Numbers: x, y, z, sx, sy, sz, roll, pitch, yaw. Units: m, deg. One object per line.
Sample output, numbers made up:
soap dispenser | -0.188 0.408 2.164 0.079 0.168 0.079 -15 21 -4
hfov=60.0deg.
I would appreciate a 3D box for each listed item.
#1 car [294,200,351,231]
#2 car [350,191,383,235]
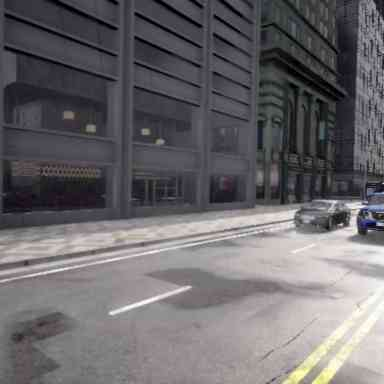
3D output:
car | 7.311 1.185 18.373 2.128 1.511 4.902 2 2 41
car | 9.910 1.016 16.401 2.150 2.045 5.566 2 2 41
